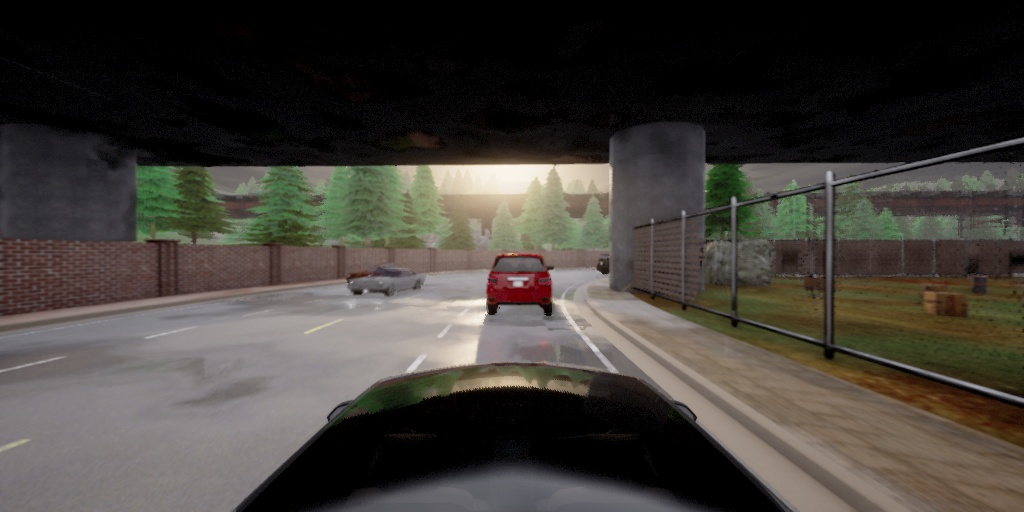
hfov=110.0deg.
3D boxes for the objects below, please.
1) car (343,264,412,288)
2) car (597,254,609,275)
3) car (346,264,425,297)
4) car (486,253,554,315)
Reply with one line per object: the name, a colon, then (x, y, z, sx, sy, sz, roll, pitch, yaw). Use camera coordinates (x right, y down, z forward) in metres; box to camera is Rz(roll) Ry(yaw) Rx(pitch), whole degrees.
car: (-8.630, 1.240, 23.595, 1.895, 1.301, 4.718, 0, 0, 15)
car: (10.765, 0.807, 34.125, 5.566, 2.045, 2.150, 0, -1, -22)
car: (-6.211, 1.267, 18.284, 1.895, 1.301, 4.718, 0, 0, 10)
car: (0.393, 0.912, 13.473, 2.150, 2.045, 5.566, 0, 0, 4)
